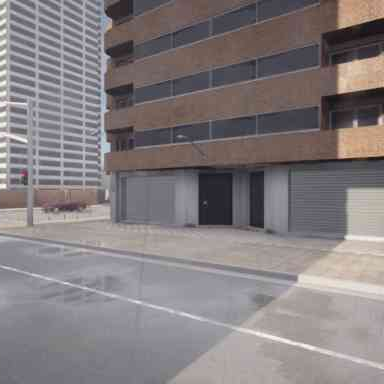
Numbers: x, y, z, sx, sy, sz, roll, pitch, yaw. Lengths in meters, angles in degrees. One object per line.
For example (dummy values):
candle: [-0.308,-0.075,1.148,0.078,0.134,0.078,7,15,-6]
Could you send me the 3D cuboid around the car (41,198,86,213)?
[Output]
car: [-14.151,1.478,36.930,1.882,1.535,5.008,0,0,35]
